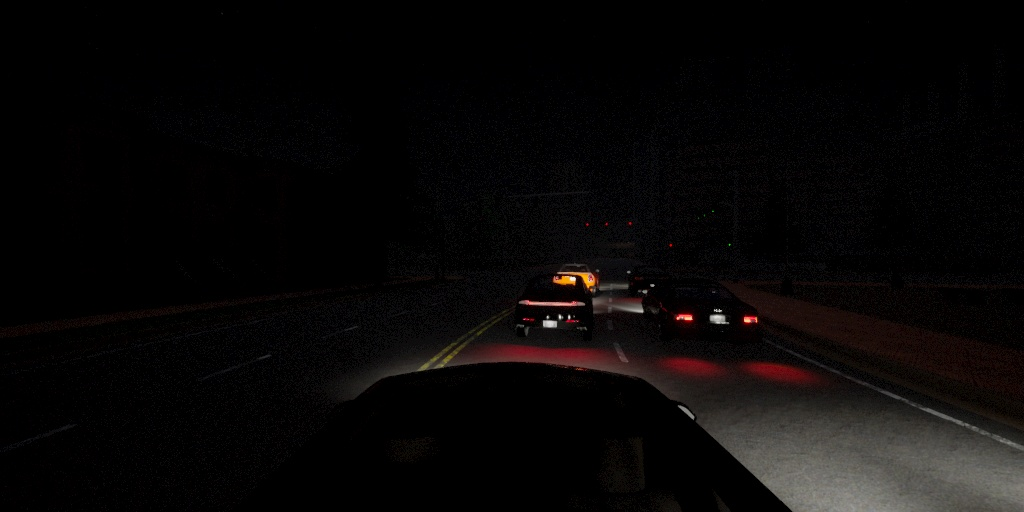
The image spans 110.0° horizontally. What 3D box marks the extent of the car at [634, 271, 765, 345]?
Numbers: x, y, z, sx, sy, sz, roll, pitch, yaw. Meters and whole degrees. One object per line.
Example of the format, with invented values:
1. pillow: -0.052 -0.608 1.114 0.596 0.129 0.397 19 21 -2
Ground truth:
1. car: 4.692 1.297 9.613 2.033 1.411 5.357 0 0 13

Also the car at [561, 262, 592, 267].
1. car: 3.481 1.101 18.929 2.097 1.767 4.553 0 0 16

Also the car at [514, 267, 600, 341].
1. car: 1.319 1.241 10.040 2.128 1.511 4.902 0 0 12

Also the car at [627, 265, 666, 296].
1. car: 7.249 1.227 19.102 1.882 1.535 5.008 0 0 16
